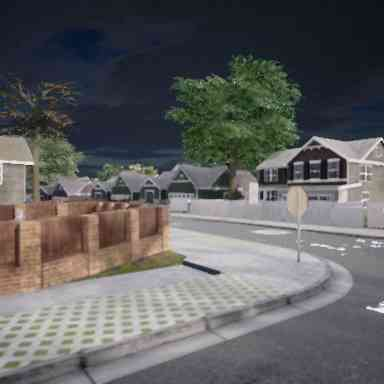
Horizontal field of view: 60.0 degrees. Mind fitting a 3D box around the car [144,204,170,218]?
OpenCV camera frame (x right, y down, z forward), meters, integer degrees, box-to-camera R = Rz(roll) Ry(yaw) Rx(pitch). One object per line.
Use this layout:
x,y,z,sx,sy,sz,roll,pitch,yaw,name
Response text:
-3.632,1.702,27.375,1.812,1.442,4.674,1,-1,-35,car
